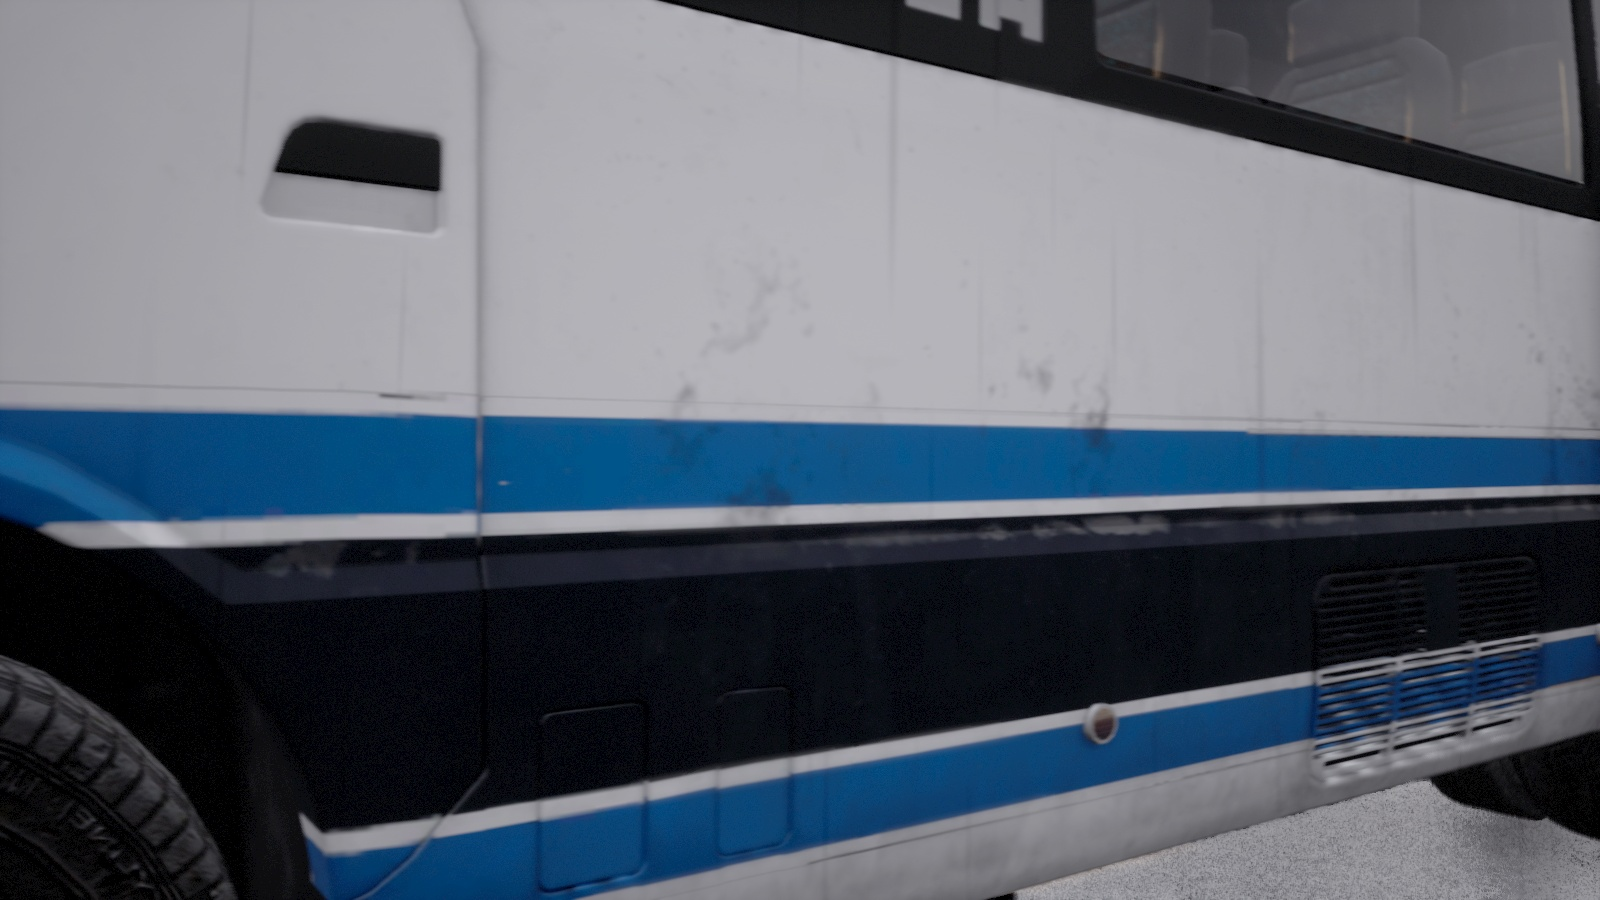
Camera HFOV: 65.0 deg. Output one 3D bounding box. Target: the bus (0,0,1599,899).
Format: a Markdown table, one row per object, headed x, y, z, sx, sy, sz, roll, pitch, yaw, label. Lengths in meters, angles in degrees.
| x | y | z | sx | sy | sz | roll | pitch | yaw | label |
| --- | --- | --- | --- | --- | --- | --- | --- | --- | --- |
| 0.269 | -0.621 | 4.460 | 10.273 | 4.253 | 3.944 | 0 | 0 | -35 | bus |
